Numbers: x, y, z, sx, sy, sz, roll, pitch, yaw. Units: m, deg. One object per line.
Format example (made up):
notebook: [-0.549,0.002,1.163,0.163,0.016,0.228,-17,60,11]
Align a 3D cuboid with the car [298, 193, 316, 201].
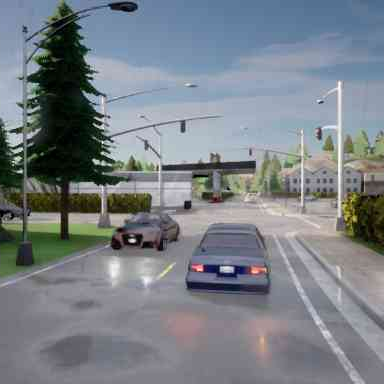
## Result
car: [26.216,1.356,76.121,3.806,1.475,1.970,0,0,10]

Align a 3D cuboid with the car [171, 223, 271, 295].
car: [1.094,1.547,8.914,2.033,1.411,5.357,0,0,10]

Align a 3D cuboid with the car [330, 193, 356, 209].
car: [20.264,1.328,42.385,5.027,1.636,2.152,0,0,10]

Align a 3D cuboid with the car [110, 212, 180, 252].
car: [-1.791,1.563,13.910,1.994,1.385,4.181,0,0,11]

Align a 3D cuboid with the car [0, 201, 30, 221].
car: [-15.736,1.490,27.241,4.902,1.511,2.128,0,0,10]

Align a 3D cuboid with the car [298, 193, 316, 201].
car: [27.401,1.072,79.287,3.866,1.878,1.905,0,0,10]

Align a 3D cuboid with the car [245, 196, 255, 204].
car: [11.233,1.522,64.794,1.812,1.442,4.674,0,0,10]

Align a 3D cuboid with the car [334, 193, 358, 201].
car: [34.571,1.093,74.673,4.605,1.855,1.932,0,0,10]
